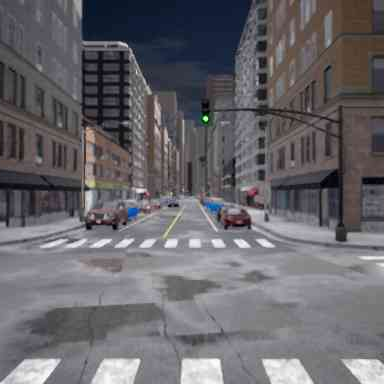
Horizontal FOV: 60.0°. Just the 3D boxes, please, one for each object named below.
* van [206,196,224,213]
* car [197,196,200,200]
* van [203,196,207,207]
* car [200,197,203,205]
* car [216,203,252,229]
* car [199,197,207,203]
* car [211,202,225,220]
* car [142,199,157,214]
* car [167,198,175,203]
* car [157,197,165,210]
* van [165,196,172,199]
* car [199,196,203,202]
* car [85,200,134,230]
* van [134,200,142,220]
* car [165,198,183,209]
[{"bbox_3d":[2.921,1.619,39.053,1.690,1.788,3.998,0,0,0],"label":"van"},{"bbox_3d":[2.983,1.872,77.562,2.192,1.841,5.009,0,0,0],"label":"car"},{"bbox_3d":[2.939,1.698,50.056,1.690,1.788,3.998,0,0,0],"label":"van"},{"bbox_3d":[2.958,2.018,61.057,1.802,1.307,4.206,0,0,0],"label":"car"},{"bbox_3d":[2.896,1.704,22.548,1.887,1.381,4.507,0,0,0],"label":"car"},{"bbox_3d":[3.002,2.079,88.564,1.967,1.590,4.097,0,0,0],"label":"car"},{"bbox_3d":[2.905,1.765,28.049,1.947,1.339,4.313,0,0,0],"label":"car"},{"bbox_3d":[-5.604,1.726,39.067,1.967,1.590,4.097,0,0,0],"label":"car"},{"bbox_3d":[-5.523,2.229,88.577,1.802,1.307,4.206,0,0,0],"label":"car"},{"bbox_3d":[-5.586,1.805,50.069,1.967,1.590,4.097,0,0,0],"label":"car"},{"bbox_3d":[-5.560,1.825,66.574,1.690,1.788,3.998,0,0,0],"label":"van"},{"bbox_3d":[2.976,2.098,72.059,1.802,1.307,4.206,0,0,0],"label":"car"},{"bbox_3d":[-5.631,1.482,22.564,2.192,1.841,5.009,0,0,0],"label":"car"},{"bbox_3d":[-5.622,1.548,28.065,1.690,1.788,3.998,0,0,0],"label":"van"},{"bbox_3d":[-2.911,1.981,53.194,1.895,1.301,4.718,0,0,0],"label":"car"}]
